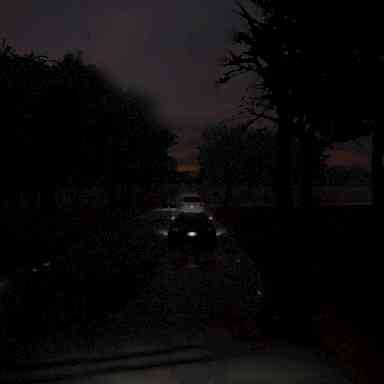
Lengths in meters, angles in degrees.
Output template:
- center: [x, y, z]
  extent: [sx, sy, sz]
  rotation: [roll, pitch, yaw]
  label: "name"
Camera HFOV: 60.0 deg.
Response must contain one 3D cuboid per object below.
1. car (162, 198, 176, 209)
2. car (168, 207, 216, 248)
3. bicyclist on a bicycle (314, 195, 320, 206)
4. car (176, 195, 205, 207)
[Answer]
- center: [-3.000, 1.569, 46.201]
  extent: [2.033, 1.411, 5.357]
  rotation: [0, 0, 0]
  label: "car"
- center: [0.000, 1.571, 14.691]
  extent: [1.994, 1.385, 4.181]
  rotation: [0, 0, 0]
  label: "car"
- center: [18.546, 1.265, 49.511]
  extent: [0.582, 1.620, 1.656]
  rotation: [-1, 0, 0]
  label: "bicyclist on a bicycle"
- center: [0.000, 1.253, 29.722]
  extent: [2.150, 2.045, 5.566]
  rotation: [0, 0, 0]
  label: "car"
